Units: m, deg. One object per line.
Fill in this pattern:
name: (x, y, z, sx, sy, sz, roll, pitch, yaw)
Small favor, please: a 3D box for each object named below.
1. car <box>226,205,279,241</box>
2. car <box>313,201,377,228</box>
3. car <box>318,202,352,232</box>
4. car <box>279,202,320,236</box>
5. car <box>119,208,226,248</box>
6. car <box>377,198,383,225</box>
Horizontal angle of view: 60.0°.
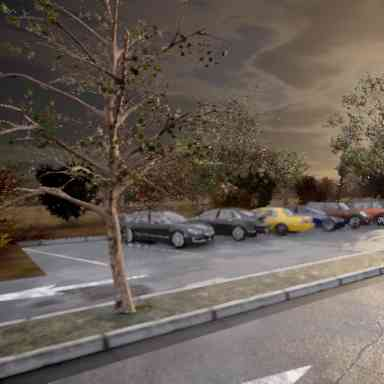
car: (1.522, 1.546, 16.990, 4.892, 1.521, 2.231, -1, -1, 35)
car: (9.814, 1.431, 22.876, 4.553, 1.767, 2.185, -1, -1, 35)
car: (7.092, 1.582, 20.889, 4.792, 1.488, 2.163, -1, -1, 35)
car: (4.137, 1.548, 19.050, 5.366, 1.575, 1.946, -1, -1, 35)
car: (-1.261, 1.542, 15.045, 4.892, 1.521, 2.231, -1, -1, 35)
car: (12.294, 1.434, 24.550, 4.553, 1.767, 2.185, -1, 0, 35)
